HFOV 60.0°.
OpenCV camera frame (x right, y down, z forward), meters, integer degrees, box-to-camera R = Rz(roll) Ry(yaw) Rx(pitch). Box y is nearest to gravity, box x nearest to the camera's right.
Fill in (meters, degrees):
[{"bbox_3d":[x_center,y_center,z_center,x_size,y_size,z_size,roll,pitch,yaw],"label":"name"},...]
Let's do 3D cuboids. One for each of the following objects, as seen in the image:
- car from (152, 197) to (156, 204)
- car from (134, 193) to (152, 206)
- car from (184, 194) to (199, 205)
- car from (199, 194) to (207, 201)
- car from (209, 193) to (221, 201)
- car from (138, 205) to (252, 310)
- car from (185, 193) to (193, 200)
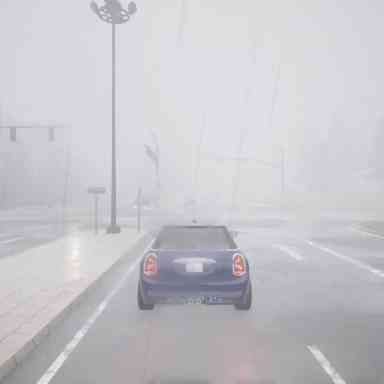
[{"bbox_3d":[-8.454,1.564,65.561,1.994,1.385,4.181,0,0,0],"label":"car"},{"bbox_3d":[-8.334,1.352,55.615,2.097,1.767,4.553,0,0,-1],"label":"car"},{"bbox_3d":[-0.235,1.525,54.784,1.812,1.442,4.674,0,0,-1],"label":"car"},{"bbox_3d":[2.736,1.513,85.350,1.812,1.442,4.674,0,0,-1],"label":"car"},{"bbox_3d":[6.241,1.214,85.084,2.150,2.045,5.566,0,0,-1],"label":"car"},{"bbox_3d":[0.060,1.352,7.964,2.097,1.767,4.553,0,0,0],"label":"car"},{"bbox_3d":[-0.942,1.189,95.643,2.150,2.045,5.566,0,0,-1],"label":"car"}]
